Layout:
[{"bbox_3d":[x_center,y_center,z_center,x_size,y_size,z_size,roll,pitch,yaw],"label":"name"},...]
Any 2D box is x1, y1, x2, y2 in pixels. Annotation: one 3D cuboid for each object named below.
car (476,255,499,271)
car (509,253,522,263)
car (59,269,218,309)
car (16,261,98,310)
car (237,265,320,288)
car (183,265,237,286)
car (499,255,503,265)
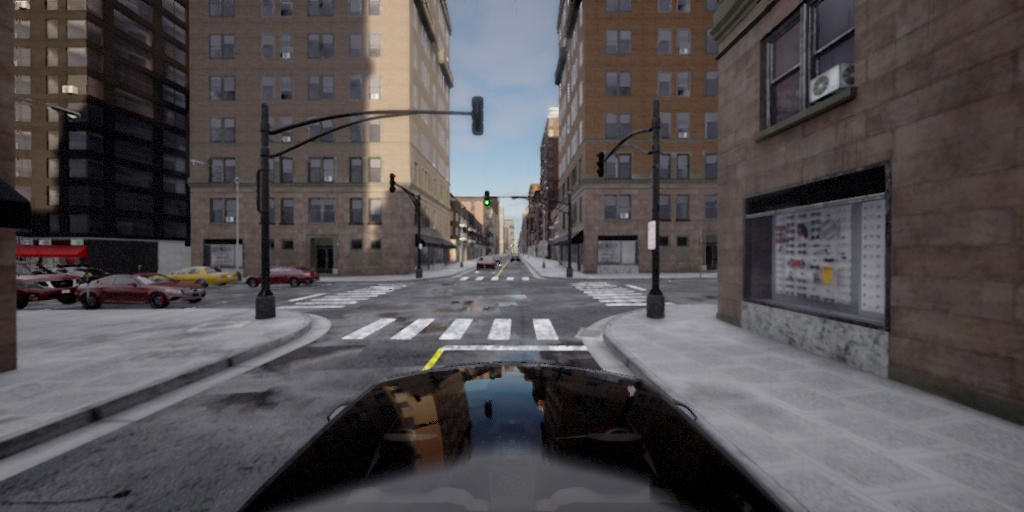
[{"bbox_3d":[-2.723,0.734,38.692,1.882,1.535,5.008,0,1,1],"label":"car"},{"bbox_3d":[0.613,0.404,63.730,1.837,1.490,4.892,0,1,1],"label":"car"},{"bbox_3d":[-14.454,1.306,14.046,4.207,1.307,1.802,0,0,1],"label":"car"},{"bbox_3d":[-20.018,1.104,14.122,5.009,1.841,2.192,0,0,1],"label":"car"},{"bbox_3d":[-14.366,1.243,22.571,4.207,1.307,1.802,0,0,1],"label":"car"},{"bbox_3d":[-20.099,1.252,22.649,4.829,1.417,1.751,0,0,1],"label":"car"},{"bbox_3d":[-2.533,0.526,55.149,1.837,1.490,4.892,0,0,1],"label":"car"}]
